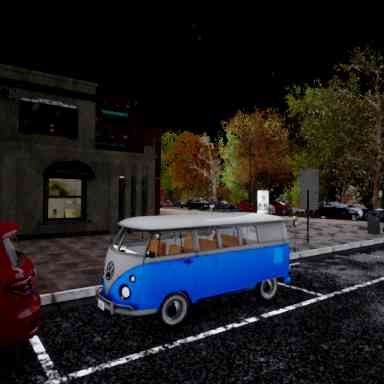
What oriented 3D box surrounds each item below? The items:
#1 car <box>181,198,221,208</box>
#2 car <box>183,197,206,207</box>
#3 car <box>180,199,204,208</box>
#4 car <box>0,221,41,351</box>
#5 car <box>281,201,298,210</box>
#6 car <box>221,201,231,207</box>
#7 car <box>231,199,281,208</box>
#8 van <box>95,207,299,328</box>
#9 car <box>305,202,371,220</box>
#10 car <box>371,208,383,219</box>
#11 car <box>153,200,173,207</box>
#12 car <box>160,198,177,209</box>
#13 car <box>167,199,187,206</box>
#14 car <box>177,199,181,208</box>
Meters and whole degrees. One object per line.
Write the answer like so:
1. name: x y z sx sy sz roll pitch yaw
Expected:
1. car: 1.151 1.781 44.317 2.128 1.511 4.902 1 -1 -34
2. car: 0.424 1.935 63.006 2.097 1.767 4.553 1 -1 -34
3. car: -0.011 2.024 57.826 1.812 1.442 4.674 1 -1 -34
4. car: -4.293 1.315 3.483 5.009 1.841 2.192 0 1 -35
5. car: 9.735 1.751 37.428 1.812 1.442 4.674 1 -1 -34
6. car: 3.873 1.880 46.085 2.033 1.411 5.357 1 -1 -34
7. car: 6.833 1.538 35.922 2.097 1.767 4.553 1 -1 -34
8. van: 0.214 1.342 6.709 3.998 1.788 1.690 0 1 -35
9. car: 11.979 1.583 28.300 2.128 1.511 4.902 1 -1 -34
10. car: 14.817 1.733 29.924 1.895 1.301 4.718 1 -1 -34
11. car: -5.803 2.204 66.322 1.895 1.301 4.718 1 -1 -34
12. car: -4.902 1.752 53.323 2.097 1.767 4.553 1 -1 -34
13. car: -3.095 2.172 68.122 1.812 1.442 4.674 1 -1 -34
14. car: -1.886 1.985 54.657 2.033 1.411 5.357 1 -1 -34
